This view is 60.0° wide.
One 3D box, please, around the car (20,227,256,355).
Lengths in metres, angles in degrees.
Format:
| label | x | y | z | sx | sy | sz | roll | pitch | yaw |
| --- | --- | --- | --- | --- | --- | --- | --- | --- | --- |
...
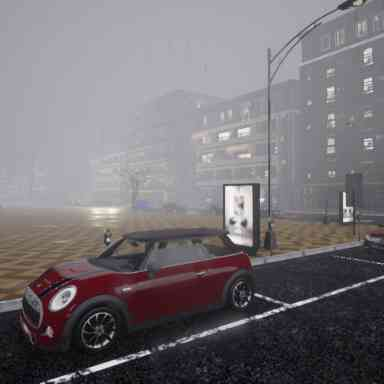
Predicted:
| label | x | y | z | sx | sy | sz | roll | pitch | yaw |
| --- | --- | --- | --- | --- | --- | --- | --- | --- | --- |
| car | -0.809 | 1.440 | 6.013 | 4.097 | 1.590 | 1.967 | 0 | 0 | -36 |

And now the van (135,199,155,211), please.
| label | x | y | z | sx | sy | sz | roll | pitch | yaw |
| --- | --- | --- | --- | --- | --- | --- | --- | --- | --- |
| van | -7.411 | 2.034 | 52.093 | 1.690 | 1.788 | 3.998 | -2 | 0 | -36 |

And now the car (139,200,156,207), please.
| label | x | y | z | sx | sy | sz | roll | pitch | yaw |
| --- | --- | --- | --- | --- | --- | --- | --- | --- | --- |
| car | -9.256 | 2.424 | 68.775 | 1.802 | 1.307 | 4.206 | -2 | 0 | -36 |

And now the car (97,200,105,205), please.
| label | x | y | z | sx | sy | sz | roll | pitch | yaw |
| --- | --- | --- | --- | --- | --- | --- | --- | --- | --- |
| car | -22.473 | 2.736 | 86.706 | 1.947 | 1.339 | 4.313 | -2 | 0 | -36 |

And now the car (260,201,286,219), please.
| label | x | y | z | sx | sy | sz | roll | pitch | yaw |
| --- | --- | --- | --- | --- | --- | --- | --- | --- | --- |
| car | 7.025 | 1.887 | 32.345 | 2.008 | 1.369 | 4.403 | -2 | 0 | -36 |

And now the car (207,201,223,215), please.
| label | x | y | z | sx | sy | sz | roll | pitch | yaw |
| --- | --- | --- | --- | --- | --- | --- | --- | --- | --- |
| car | 3.720 | 1.968 | 36.828 | 2.008 | 1.369 | 4.403 | -2 | 0 | -36 |

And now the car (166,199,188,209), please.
| label | x | y | z | sx | sy | sz | roll | pitch | yaw |
| --- | --- | --- | --- | --- | --- | --- | --- | --- | --- |
| car | -2.647 | 2.118 | 59.812 | 1.967 | 1.590 | 4.097 | -2 | 0 | -36 |

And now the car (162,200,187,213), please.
| label | x | y | z | sx | sy | sz | roll | pitch | yaw |
| --- | --- | --- | --- | --- | --- | --- | --- | --- | --- |
| car | -2.431 | 2.114 | 45.250 | 1.887 | 1.381 | 4.507 | -2 | 0 | -36 |

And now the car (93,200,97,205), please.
| label | x | y | z | sx | sy | sz | roll | pitch | yaw |
| --- | --- | --- | --- | --- | --- | --- | --- | --- | --- |
| car | -25.778 | 2.797 | 91.189 | 1.887 | 1.381 | 4.507 | -2 | 0 | -36 |

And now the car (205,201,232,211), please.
| label | x | y | z | sx | sy | sz | roll | pitch | yaw |
| --- | --- | --- | --- | --- | --- | --- | --- | --- | --- |
| car | 4.025 | 2.096 | 50.891 | 1.802 | 1.307 | 4.206 | -2 | 0 | -36 |

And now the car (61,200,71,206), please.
| label | x | y | z | sx | sy | sz | roll | pitch | yaw |
| --- | --- | --- | --- | --- | --- | --- | --- | --- | --- |
| car | -32.524 | 2.861 | 86.218 | 1.887 | 1.381 | 4.507 | -2 | 0 | -36 |

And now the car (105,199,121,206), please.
| label | x | y | z | sx | sy | sz | roll | pitch | yaw |
| --- | --- | --- | --- | --- | --- | --- | --- | --- | --- |
| car | -19.172 | 2.528 | 82.223 | 1.967 | 1.590 | 4.097 | -2 | 0 | -36 |

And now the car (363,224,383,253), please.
| label | x | y | z | sx | sy | sz | roll | pitch | yaw |
| --- | --- | --- | --- | --- | --- | --- | --- | --- | --- |
| car | 8.138 | 1.581 | 12.508 | 4.206 | 1.307 | 1.802 | 0 | 0 | -36 |

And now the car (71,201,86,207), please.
| label | x | y | z | sx | sy | sz | roll | pitch | yaw |
| --- | --- | --- | --- | --- | --- | --- | --- | --- | --- |
| car | -25.915 | 2.703 | 77.252 | 2.008 | 1.369 | 4.403 | -2 | 0 | -36 |
